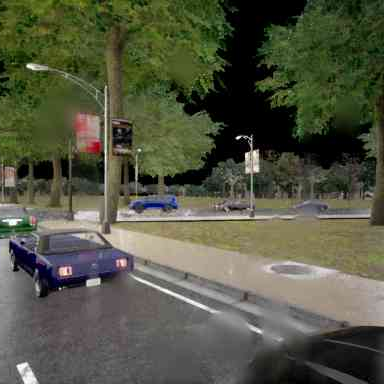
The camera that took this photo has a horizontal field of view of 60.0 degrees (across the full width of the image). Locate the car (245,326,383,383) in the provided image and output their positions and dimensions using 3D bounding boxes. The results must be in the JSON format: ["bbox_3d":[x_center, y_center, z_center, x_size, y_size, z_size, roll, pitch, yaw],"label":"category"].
[{"bbox_3d":[2.357,1.478,1.241,1.882,1.535,5.008,0,0,-38],"label":"car"}]

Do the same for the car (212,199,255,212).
[{"bbox_3d":[5.324,1.678,40.697,4.902,1.511,2.128,0,0,-14],"label":"car"}]

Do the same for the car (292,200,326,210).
[{"bbox_3d":[16.460,1.825,46.898,4.181,1.385,1.994,0,0,-14],"label":"car"}]

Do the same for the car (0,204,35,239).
[{"bbox_3d":[-8.915,1.352,15.824,2.097,1.767,4.553,0,0,-38],"label":"car"}]

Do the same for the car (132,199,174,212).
[{"bbox_3d":[-4.879,1.622,41.432,4.902,1.511,2.128,0,0,-14],"label":"car"}]

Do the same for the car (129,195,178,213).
[{"bbox_3d":[-4.364,1.352,38.212,5.566,2.045,2.150,0,0,-14],"label":"car"}]

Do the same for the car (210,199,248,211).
[{"bbox_3d":[4.906,1.713,43.943,4.674,1.442,1.812,0,0,-14],"label":"car"}]

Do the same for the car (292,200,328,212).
[{"bbox_3d":[15.325,1.774,43.258,4.674,1.442,1.812,0,0,-14],"label":"car"}]

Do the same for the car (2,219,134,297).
[{"bbox_3d":[-3.420,1.601,8.710,1.895,1.301,4.718,0,0,-38],"label":"car"}]
